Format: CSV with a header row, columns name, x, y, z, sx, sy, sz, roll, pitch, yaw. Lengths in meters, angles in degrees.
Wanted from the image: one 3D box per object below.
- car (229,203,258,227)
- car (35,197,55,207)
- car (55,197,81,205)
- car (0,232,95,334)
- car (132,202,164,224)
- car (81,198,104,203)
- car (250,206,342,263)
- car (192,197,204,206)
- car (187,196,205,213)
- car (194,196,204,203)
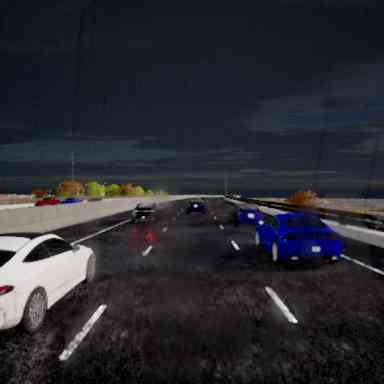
name,x,y,z,sx,sy,sz,roll,pitch,yaw
car,3.671,1.506,22.890,2.163,1.488,4.792,0,0,1
car,-20.330,1.506,47.077,1.882,1.535,5.008,0,0,2
car,-16.843,1.506,46.634,1.882,1.535,5.008,0,0,2
car,-3.374,1.522,6.607,1.812,1.442,4.674,0,0,0
car,-3.196,1.493,24.555,2.128,1.511,4.902,0,0,1
car,-13.358,1.554,46.190,1.812,1.442,4.674,0,0,2
car,3.550,1.475,11.938,1.882,1.535,5.008,0,0,0
car,1.075,1.621,56.211,1.994,1.385,4.181,0,0,2
car,0.458,1.521,37.323,2.163,1.488,4.792,0,0,1
car,1.650,1.635,73.873,2.128,1.511,4.902,0,0,3
